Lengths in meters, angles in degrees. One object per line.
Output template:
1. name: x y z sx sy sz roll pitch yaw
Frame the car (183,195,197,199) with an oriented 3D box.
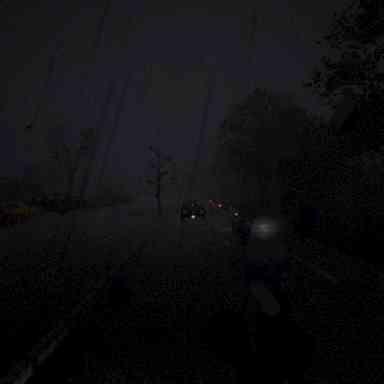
1. car: 0.085 1.445 42.955 1.812 1.442 4.674 0 0 0

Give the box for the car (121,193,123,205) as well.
1. car: -13.982 1.437 51.897 5.366 1.575 1.946 -1 0 -20

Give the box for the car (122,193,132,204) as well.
1. car: -13.816 1.207 57.961 5.566 2.045 2.435 -1 0 -20

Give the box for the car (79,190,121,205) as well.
1. car: -13.841 1.177 48.948 5.566 2.045 2.435 -1 0 -20

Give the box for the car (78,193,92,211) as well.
1. car: -13.787 1.272 36.964 4.553 1.767 2.185 -1 0 -20

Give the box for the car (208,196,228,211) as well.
1. car: 3.086 1.474 38.616 1.994 1.385 4.181 0 0 0

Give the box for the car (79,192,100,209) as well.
1. car: -13.849 1.278 39.949 4.553 1.767 2.185 -1 0 -20

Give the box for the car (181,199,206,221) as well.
1. car: 0.090 1.513 26.531 1.895 1.301 4.718 0 0 0

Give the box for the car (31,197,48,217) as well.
1. car: -13.993 1.406 24.886 5.366 1.575 1.946 -1 0 -20

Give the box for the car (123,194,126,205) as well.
1. car: -13.794 1.488 54.964 4.674 1.452 2.002 -1 0 -20

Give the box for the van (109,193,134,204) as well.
1. van: -13.631 1.252 64.034 4.442 1.987 1.878 -1 -1 -19

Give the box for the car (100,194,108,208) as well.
1. car: -13.822 1.411 42.959 4.892 1.521 2.231 -1 0 -20

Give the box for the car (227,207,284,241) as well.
1. car: 3.094 1.507 16.311 1.994 1.385 4.181 0 0 0

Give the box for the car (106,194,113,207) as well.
1. car: -13.839 1.447 45.943 4.792 1.488 2.163 -1 0 -20

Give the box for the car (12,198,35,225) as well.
1. car: -13.646 1.407 22.020 5.366 1.575 1.946 -1 0 -20

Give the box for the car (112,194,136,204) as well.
1. car: -13.657 1.364 67.011 4.553 1.767 2.185 -1 0 -19

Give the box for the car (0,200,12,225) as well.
1. car: -13.801 1.173 18.967 5.566 2.045 2.435 -1 0 -20

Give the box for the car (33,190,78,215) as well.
1. car: -13.846 1.146 30.937 5.566 2.045 2.435 -1 0 -20

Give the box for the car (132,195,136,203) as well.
1. car: -13.745 1.217 60.998 5.566 2.045 2.435 -1 0 -20
